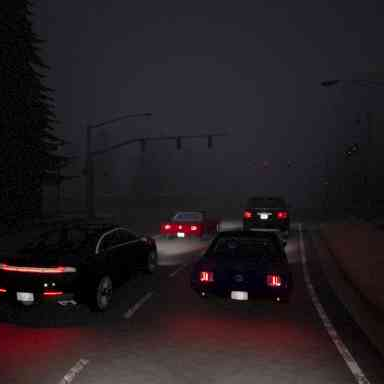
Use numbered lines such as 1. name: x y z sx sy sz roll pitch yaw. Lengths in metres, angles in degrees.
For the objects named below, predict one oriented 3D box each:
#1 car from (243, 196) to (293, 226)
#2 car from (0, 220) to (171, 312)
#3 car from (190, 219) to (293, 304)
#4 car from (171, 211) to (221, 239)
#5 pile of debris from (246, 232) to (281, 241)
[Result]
1. car: 4.062 1.221 17.623 2.150 2.045 5.566 0 0 17
2. car: -2.240 1.491 7.793 2.128 1.511 4.902 0 0 11
3. car: 1.387 1.601 8.227 1.895 1.301 4.718 0 0 13
4. car: 0.163 1.601 16.806 1.895 1.301 4.718 0 0 17
5. pile of debris: 3.538 2.175 16.343 1.500 0.140 1.860 0 0 17
